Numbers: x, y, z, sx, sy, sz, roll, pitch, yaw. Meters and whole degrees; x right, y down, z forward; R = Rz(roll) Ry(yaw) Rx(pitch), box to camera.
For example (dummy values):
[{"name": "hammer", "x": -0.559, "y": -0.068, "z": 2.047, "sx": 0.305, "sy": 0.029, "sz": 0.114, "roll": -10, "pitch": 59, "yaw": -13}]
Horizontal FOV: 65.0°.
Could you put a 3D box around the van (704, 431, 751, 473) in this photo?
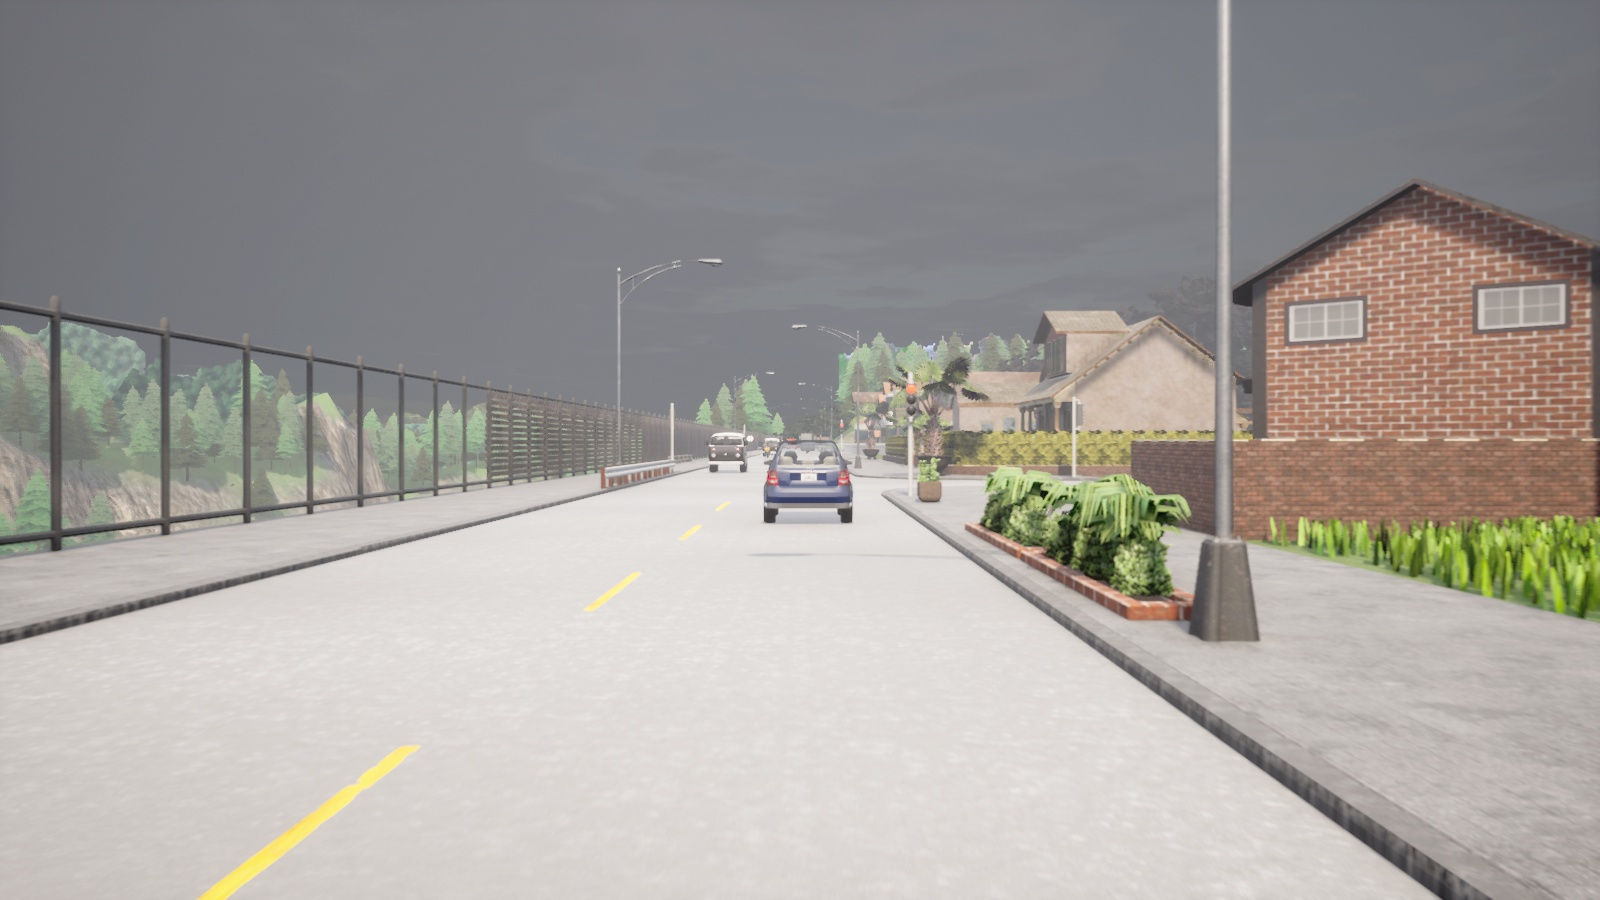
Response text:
[{"name": "van", "x": -3.622, "y": 0.113, "z": 63.350, "sx": 2.069, "sy": 2.038, "sz": 4.480, "roll": 0, "pitch": 0, "yaw": 0}]

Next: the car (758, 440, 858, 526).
[{"name": "car", "x": 0.155, "y": 0.587, "z": 24.441, "sx": 1.789, "sy": 1.549, "sz": 3.705, "roll": 0, "pitch": 0, "yaw": 0}]
